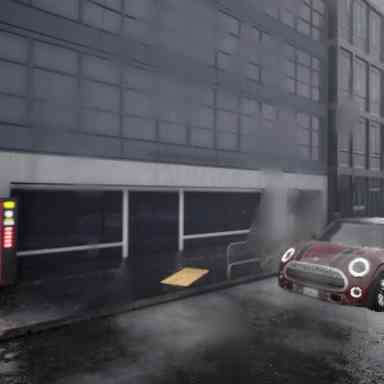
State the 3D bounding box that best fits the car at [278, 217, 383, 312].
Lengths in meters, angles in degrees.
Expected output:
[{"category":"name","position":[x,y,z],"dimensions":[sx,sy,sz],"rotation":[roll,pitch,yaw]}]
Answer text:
[{"category":"car","position":[4.137,1.432,8.074],"dimensions":[4.553,1.767,2.097],"rotation":[1,0,-39]}]
